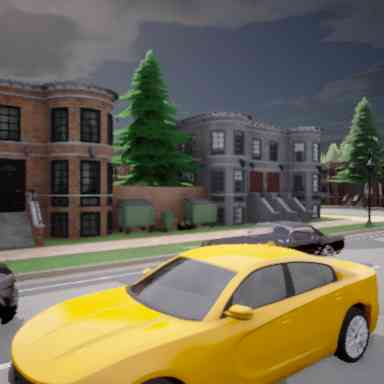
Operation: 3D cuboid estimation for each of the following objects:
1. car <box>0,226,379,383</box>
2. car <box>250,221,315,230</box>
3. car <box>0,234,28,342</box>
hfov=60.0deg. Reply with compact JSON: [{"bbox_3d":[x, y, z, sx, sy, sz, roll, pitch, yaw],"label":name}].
[{"bbox_3d":[0.470,1.478,4.319,5.008,1.535,1.882,0,0,-35],"label":"car"},{"bbox_3d":[2.534,1.601,10.079,4.718,1.301,1.895,0,0,-35],"label":"car"},{"bbox_3d":[-4.861,1.564,4.822,4.181,1.385,1.994,0,0,-36],"label":"car"}]
